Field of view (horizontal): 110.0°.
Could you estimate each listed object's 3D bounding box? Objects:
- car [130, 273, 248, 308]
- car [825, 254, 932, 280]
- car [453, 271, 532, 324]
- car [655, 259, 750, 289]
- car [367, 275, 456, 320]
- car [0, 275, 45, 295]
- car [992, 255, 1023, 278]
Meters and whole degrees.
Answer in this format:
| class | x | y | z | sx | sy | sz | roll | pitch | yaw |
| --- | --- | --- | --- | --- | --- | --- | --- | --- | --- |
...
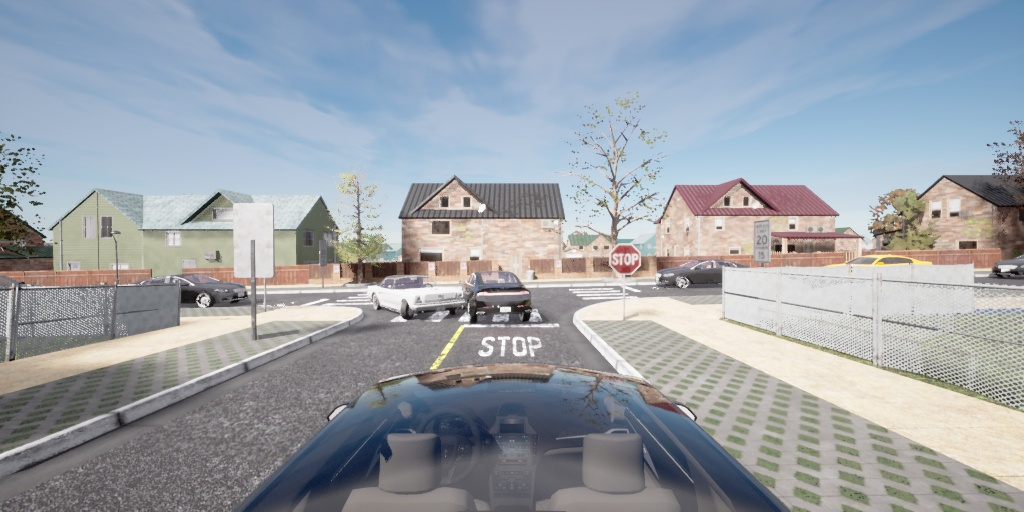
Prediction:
| class | x | y | z | sx | sy | sz | roll | pitch | yaw |
| --- | --- | --- | --- | --- | --- | --- | --- | --- | --- |
| car | -14.897 | 1.566 | 16.462 | 4.902 | 1.511 | 2.128 | -1 | 1 | 0 |
| car | 19.768 | 0.690 | 19.538 | 5.008 | 1.535 | 1.882 | -1 | 1 | -1 |
| car | -0.681 | 1.242 | 12.101 | 2.128 | 1.511 | 4.902 | 0 | 0 | -12 |
| car | 10.337 | 0.925 | 19.505 | 4.902 | 1.511 | 2.128 | -1 | 1 | 0 |
| car | -3.598 | 1.367 | 12.962 | 1.895 | 1.301 | 4.718 | 0 | 0 | -38 |
| car | -24.234 | 1.648 | 16.425 | 4.553 | 1.767 | 2.097 | -1 | 1 | 0 |
| car | 29.392 | 0.477 | 19.571 | 4.902 | 1.511 | 2.128 | -1 | 1 | 0 |
